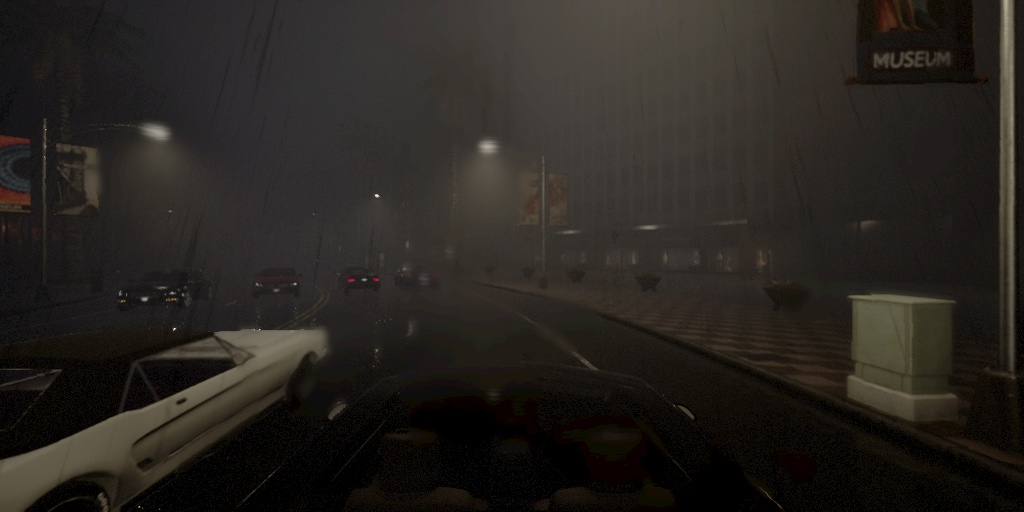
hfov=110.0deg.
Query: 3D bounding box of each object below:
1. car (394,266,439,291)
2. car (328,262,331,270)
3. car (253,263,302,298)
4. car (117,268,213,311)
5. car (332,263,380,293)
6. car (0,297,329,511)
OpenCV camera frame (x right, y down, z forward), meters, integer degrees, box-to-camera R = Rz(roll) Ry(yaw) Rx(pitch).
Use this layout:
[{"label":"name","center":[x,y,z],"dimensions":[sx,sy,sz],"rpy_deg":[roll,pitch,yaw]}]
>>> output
[{"label":"car","center":[-6.032,1.328,22.369],"dimensions":[1.994,1.385,4.181],"rpy_deg":[0,0,-29]},{"label":"car","center":[-16.041,1.375,35.093],"dimensions":[1.895,1.301,4.718],"rpy_deg":[0,0,-43]},{"label":"car","center":[-11.853,1.288,18.297],"dimensions":[1.812,1.442,4.674],"rpy_deg":[0,0,-30]},{"label":"car","center":[-13.913,1.265,14.690],"dimensions":[1.837,1.490,4.892],"rpy_deg":[1,0,-27]},{"label":"car","center":[-9.070,1.311,21.059],"dimensions":[2.033,1.411,5.357],"rpy_deg":[0,0,-30]},{"label":"car","center":[-3.620,1.352,3.372],"dimensions":[1.895,1.301,4.718],"rpy_deg":[0,0,-4]}]
